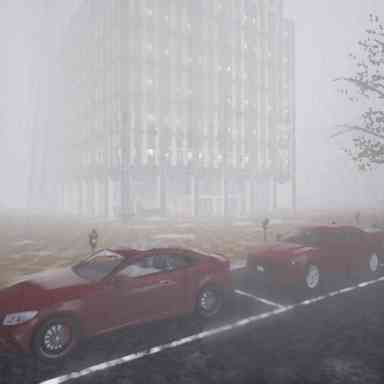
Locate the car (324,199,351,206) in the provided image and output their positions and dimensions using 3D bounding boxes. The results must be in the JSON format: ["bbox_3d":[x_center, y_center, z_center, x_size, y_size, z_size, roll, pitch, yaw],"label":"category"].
[{"bbox_3d":[29.125,2.131,67.514,1.887,1.381,4.507,-1,0,-36],"label":"car"}]

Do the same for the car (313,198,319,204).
[{"bbox_3d":[29.032,2.140,82.077,1.967,1.590,4.097,-2,0,-36],"label":"car"}]

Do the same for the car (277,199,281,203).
[{"bbox_3d":[22.499,2.445,91.096,1.802,1.307,4.206,-2,0,-36],"label":"car"}]

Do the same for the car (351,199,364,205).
[{"bbox_3d":[35.628,2.118,73.100,1.802,1.307,4.206,-2,0,-36],"label":"car"}]

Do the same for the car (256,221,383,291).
[{"bbox_3d":[3.418,1.541,9.005,4.507,1.381,1.887,0,0,-35],"label":"car"}]

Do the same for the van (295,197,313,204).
[{"bbox_3d":[24.203,2.051,74.399,1.690,1.788,3.998,-2,0,-36],"label":"van"}]

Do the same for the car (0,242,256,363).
[{"bbox_3d":[-1.082,1.578,5.795,4.206,1.307,1.802,0,0,-35],"label":"car"}]

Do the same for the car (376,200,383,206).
[{"bbox_3d":[35.206,1.985,59.041,2.008,1.369,4.403,-1,0,-36],"label":"car"}]
